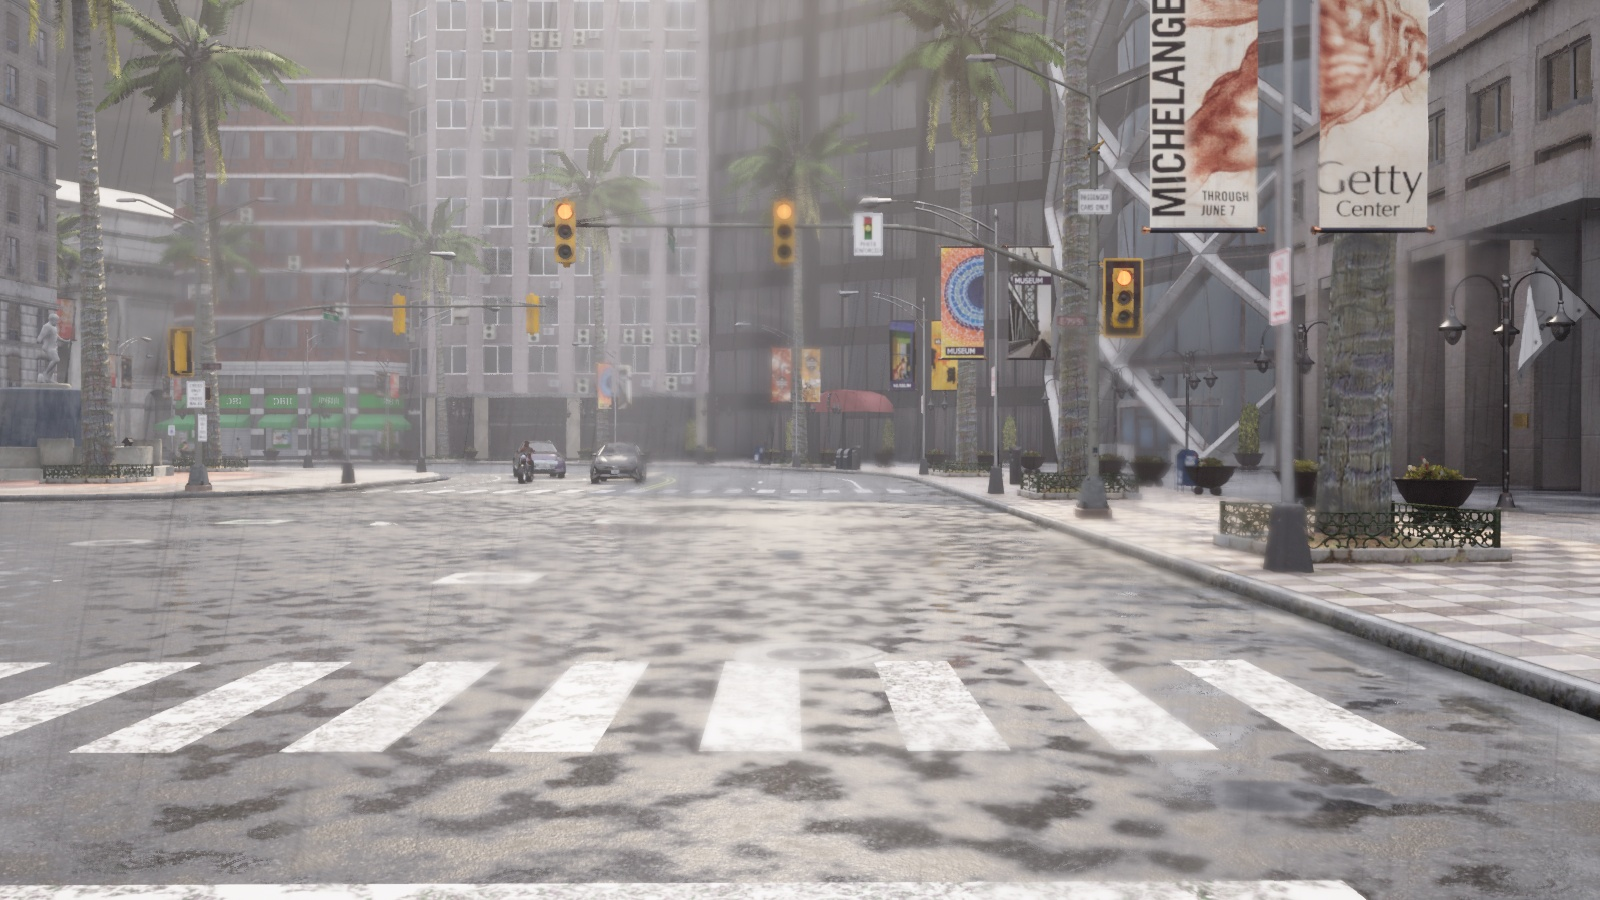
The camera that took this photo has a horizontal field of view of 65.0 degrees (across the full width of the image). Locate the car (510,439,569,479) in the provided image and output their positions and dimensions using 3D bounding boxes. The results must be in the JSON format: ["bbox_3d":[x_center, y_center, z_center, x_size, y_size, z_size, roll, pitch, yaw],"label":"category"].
[{"bbox_3d":[-11.403,0.358,54.732,2.033,1.649,4.856,0,0,-18],"label":"car"}]

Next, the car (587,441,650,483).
[{"bbox_3d":[-6.828,0.419,47.699,2.007,1.525,4.514,0,0,-4],"label":"car"}]

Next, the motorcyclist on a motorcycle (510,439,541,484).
[{"bbox_3d":[-10.305,0.422,47.220,0.766,1.649,2.350,0,0,-3],"label":"motorcyclist on a motorcycle"}]
